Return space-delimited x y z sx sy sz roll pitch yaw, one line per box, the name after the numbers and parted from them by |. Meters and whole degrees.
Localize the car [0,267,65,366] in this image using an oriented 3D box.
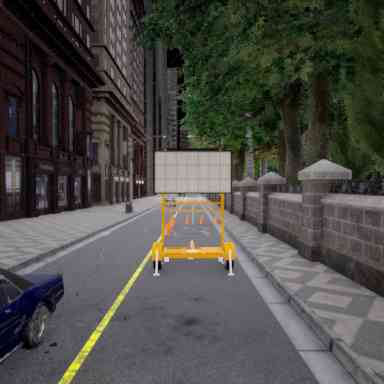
-3.104 1.599 3.477 1.895 1.301 4.718 0 0 0 | car

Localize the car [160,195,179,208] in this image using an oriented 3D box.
-3.148 1.388 45.746 1.812 1.442 4.674 0 0 0 | car

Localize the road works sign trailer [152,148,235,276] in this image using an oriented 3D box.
0.026 0.453 10.327 2.380 3.560 2.880 0 0 -1 | road works sign trailer
